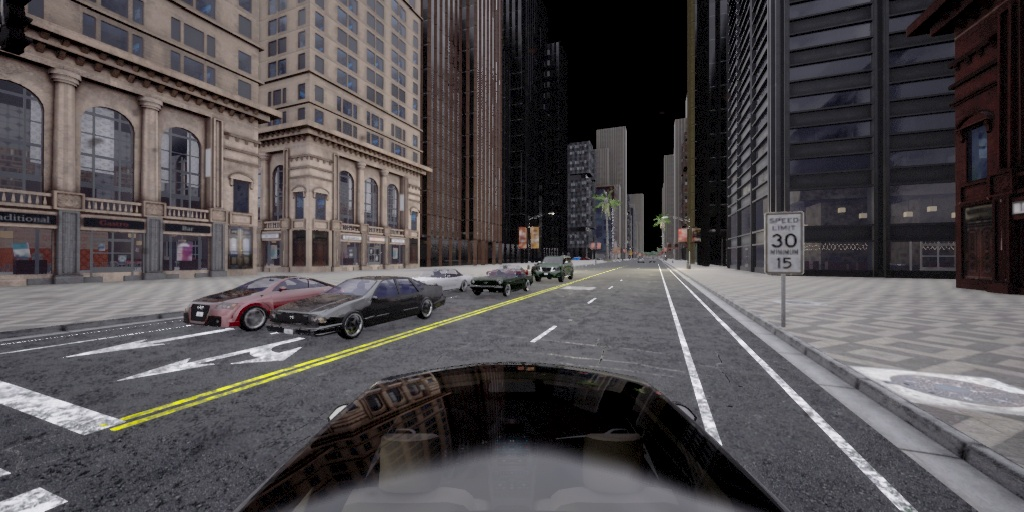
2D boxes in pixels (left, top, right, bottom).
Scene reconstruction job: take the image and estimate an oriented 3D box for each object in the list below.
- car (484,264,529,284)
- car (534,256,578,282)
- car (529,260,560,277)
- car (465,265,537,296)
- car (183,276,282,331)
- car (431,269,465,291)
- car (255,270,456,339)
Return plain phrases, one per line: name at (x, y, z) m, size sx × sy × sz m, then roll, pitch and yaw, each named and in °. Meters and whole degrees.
car at (-0.304, 1.364, 28.442) m, size 1.895 × 1.301 × 4.718 m, roll 0°, pitch 0°, yaw 22°
car at (3.555, 0.986, 29.318) m, size 2.150 × 2.045 × 5.566 m, roll 0°, pitch 0°, yaw 22°
car at (3.538, 1.250, 37.897) m, size 1.882 × 1.535 × 5.008 m, roll 0°, pitch 0°, yaw 22°
car at (-0.439, 1.357, 19.394) m, size 1.895 × 1.301 × 4.718 m, roll 0°, pitch 0°, yaw 22°
car at (-7.285, 1.315, 11.069) m, size 1.994 × 1.385 × 4.181 m, roll 0°, pitch 0°, yaw 22°
car at (-4.021, 1.356, 19.200) m, size 1.895 × 1.301 × 4.718 m, roll 0°, pitch 0°, yaw 22°
car at (-4.016, 1.299, 10.497) m, size 2.033 × 1.411 × 5.357 m, roll 0°, pitch 0°, yaw 22°
